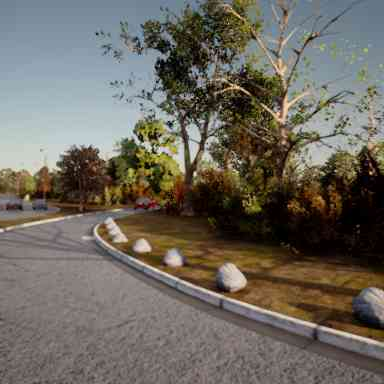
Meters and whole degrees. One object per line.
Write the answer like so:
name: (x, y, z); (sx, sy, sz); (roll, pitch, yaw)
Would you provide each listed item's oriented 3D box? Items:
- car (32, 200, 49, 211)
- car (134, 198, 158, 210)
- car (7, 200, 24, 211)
car: (-21.543, 1.884, 47.336); (1.837, 1.490, 4.892); (0, -1, -23)
car: (-6.518, 1.636, 48.040); (2.097, 1.767, 4.553); (0, 1, 16)
car: (-24.869, 1.853, 46.892); (1.882, 1.535, 5.008); (0, -1, -24)
